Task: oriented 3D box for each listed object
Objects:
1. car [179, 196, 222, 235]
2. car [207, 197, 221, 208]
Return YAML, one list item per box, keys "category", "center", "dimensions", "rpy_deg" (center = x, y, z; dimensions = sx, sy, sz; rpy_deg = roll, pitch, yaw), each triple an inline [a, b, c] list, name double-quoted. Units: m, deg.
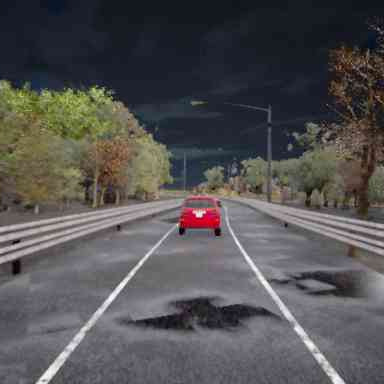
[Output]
- category: "car"
  center: [0.542, 1.262, 19.334]
  dimensions: [2.150, 2.045, 5.566]
  rpy_deg: [0, 0, 4]
- category: "car"
  center: [3.394, 1.614, 50.747]
  dimensions: [1.882, 1.535, 5.008]
  rpy_deg: [0, 0, 5]
